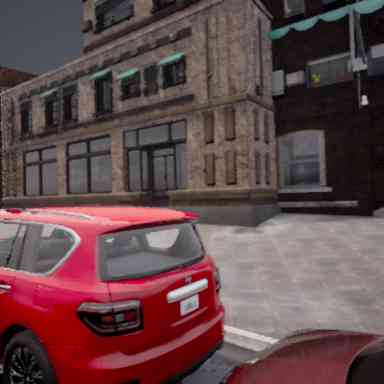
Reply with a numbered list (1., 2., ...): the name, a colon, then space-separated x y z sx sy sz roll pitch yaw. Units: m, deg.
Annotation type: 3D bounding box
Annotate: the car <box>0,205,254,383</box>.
1. car: -2.208 1.222 4.892 5.566 2.045 2.435 0 0 36
